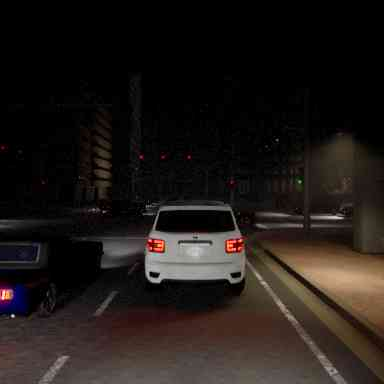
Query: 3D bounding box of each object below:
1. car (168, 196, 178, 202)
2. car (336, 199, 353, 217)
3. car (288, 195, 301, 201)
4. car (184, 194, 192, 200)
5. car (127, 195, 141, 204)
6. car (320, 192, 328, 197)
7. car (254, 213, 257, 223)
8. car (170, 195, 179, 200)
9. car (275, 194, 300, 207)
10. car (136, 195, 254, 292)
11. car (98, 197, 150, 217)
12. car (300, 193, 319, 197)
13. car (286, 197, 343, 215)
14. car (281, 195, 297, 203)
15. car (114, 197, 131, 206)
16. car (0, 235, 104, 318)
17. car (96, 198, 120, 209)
[{"bbox_3d":[-4.453,1.550,77.656,1.994,1.385,4.181,0,0,0],"label":"car"},{"bbox_3d":[15.449,1.564,29.361,4.181,1.385,1.994,0,0,1],"label":"car"},{"bbox_3d":[24.570,1.395,79.651,1.970,1.475,3.806,0,0,0],"label":"car"},{"bbox_3d":[-0.990,1.303,85.825,1.882,1.535,5.008,0,0,0],"label":"car"},{"bbox_3d":[-11.428,1.477,65.783,1.882,1.535,5.008,0,0,0],"label":"car"},{"bbox_3d":[30.148,1.153,79.707,1.932,1.855,4.605,0,0,0],"label":"car"},{"bbox_3d":[1.895,1.601,22.232,4.718,1.301,1.895,0,0,0],"label":"car"},{"bbox_3d":[-4.490,1.378,85.809,1.994,1.385,4.181,0,0,0],"label":"car"},{"bbox_3d":[13.236,1.153,47.125,1.932,1.855,4.605,0,0,0],"label":"car"},{"bbox_3d":[0.093,1.221,9.100,2.150,2.045,5.566,0,0,1],"label":"car"},{"bbox_3d":[-6.465,1.505,31.704,1.837,1.490,4.892,2,1,36],"label":"car"},{"bbox_3d":[16.130,1.156,47.073,1.905,1.878,3.866,0,0,0],"label":"car"},{"bbox_3d":[12.294,1.505,32.896,4.892,1.490,1.837,0,0,0],"label":"car"},{"bbox_3d":[18.817,1.395,64.543,1.970,1.475,3.806,0,0,0],"label":"car"},{"bbox_3d":[-11.439,1.601,55.297,1.895,1.301,4.718,0,0,0],"label":"car"},{"bbox_3d":[-3.420,1.601,7.348,1.895,1.301,4.718,0,0,1],"label":"car"},{"bbox_3d":[-11.407,1.547,45.705,2.033,1.411,5.357,0,0,0],"label":"car"}]
